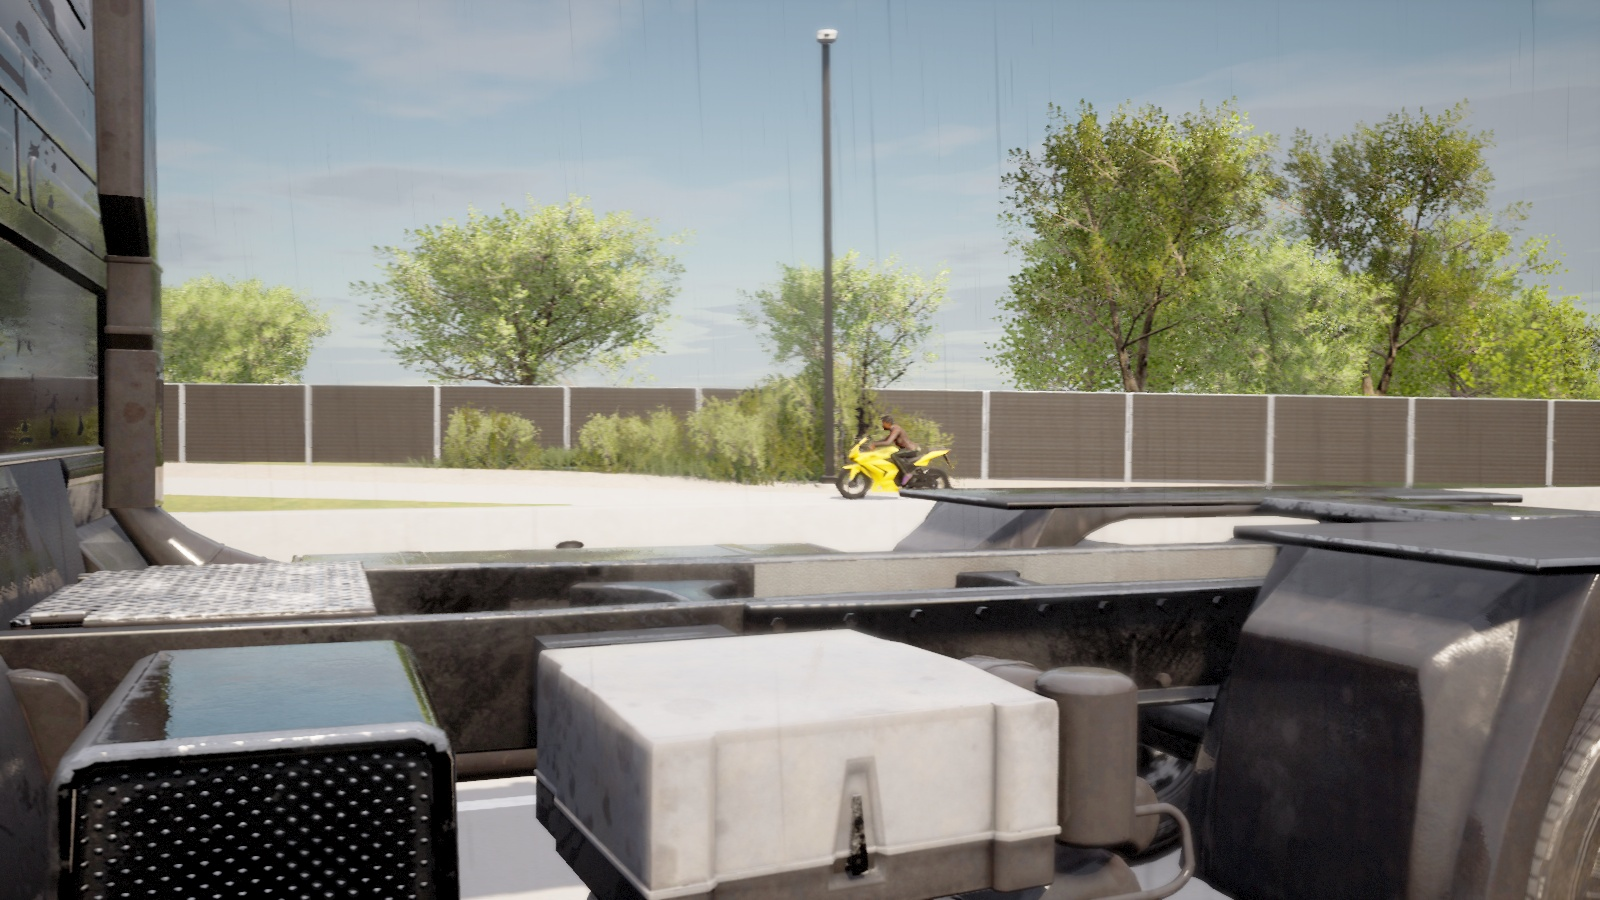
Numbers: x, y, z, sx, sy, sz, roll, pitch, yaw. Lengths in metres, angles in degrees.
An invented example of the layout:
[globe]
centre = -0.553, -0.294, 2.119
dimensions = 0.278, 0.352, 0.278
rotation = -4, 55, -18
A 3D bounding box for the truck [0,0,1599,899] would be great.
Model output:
[truck]
centre = -0.035, -0.236, 3.214
dimensions = 7.936, 3.462, 2.891
rotation = -1, 1, -21

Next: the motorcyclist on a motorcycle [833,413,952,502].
[motorcyclist on a motorcycle]
centre = 1.617, 0.118, 21.964
dimensions = 2.044, 1.523, 0.797
rotation = 0, 1, 4
